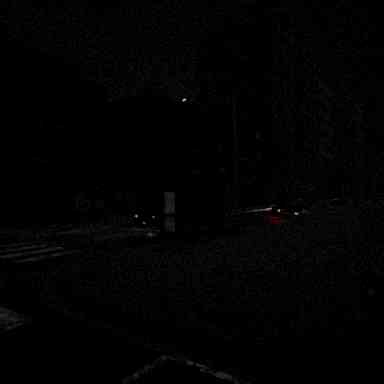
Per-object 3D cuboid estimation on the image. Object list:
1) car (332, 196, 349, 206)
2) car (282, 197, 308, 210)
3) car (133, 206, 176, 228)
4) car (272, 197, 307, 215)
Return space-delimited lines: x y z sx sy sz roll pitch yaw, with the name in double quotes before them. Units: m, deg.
"car" 23.286 1.366 52.097 2.128 1.511 4.902 0 0 35
"car" 13.435 1.444 43.229 1.812 1.442 4.674 0 0 36
"car" -1.651 1.569 22.068 1.895 1.301 4.718 0 0 35
"car" 9.379 1.425 32.494 1.837 1.490 4.892 0 0 35
